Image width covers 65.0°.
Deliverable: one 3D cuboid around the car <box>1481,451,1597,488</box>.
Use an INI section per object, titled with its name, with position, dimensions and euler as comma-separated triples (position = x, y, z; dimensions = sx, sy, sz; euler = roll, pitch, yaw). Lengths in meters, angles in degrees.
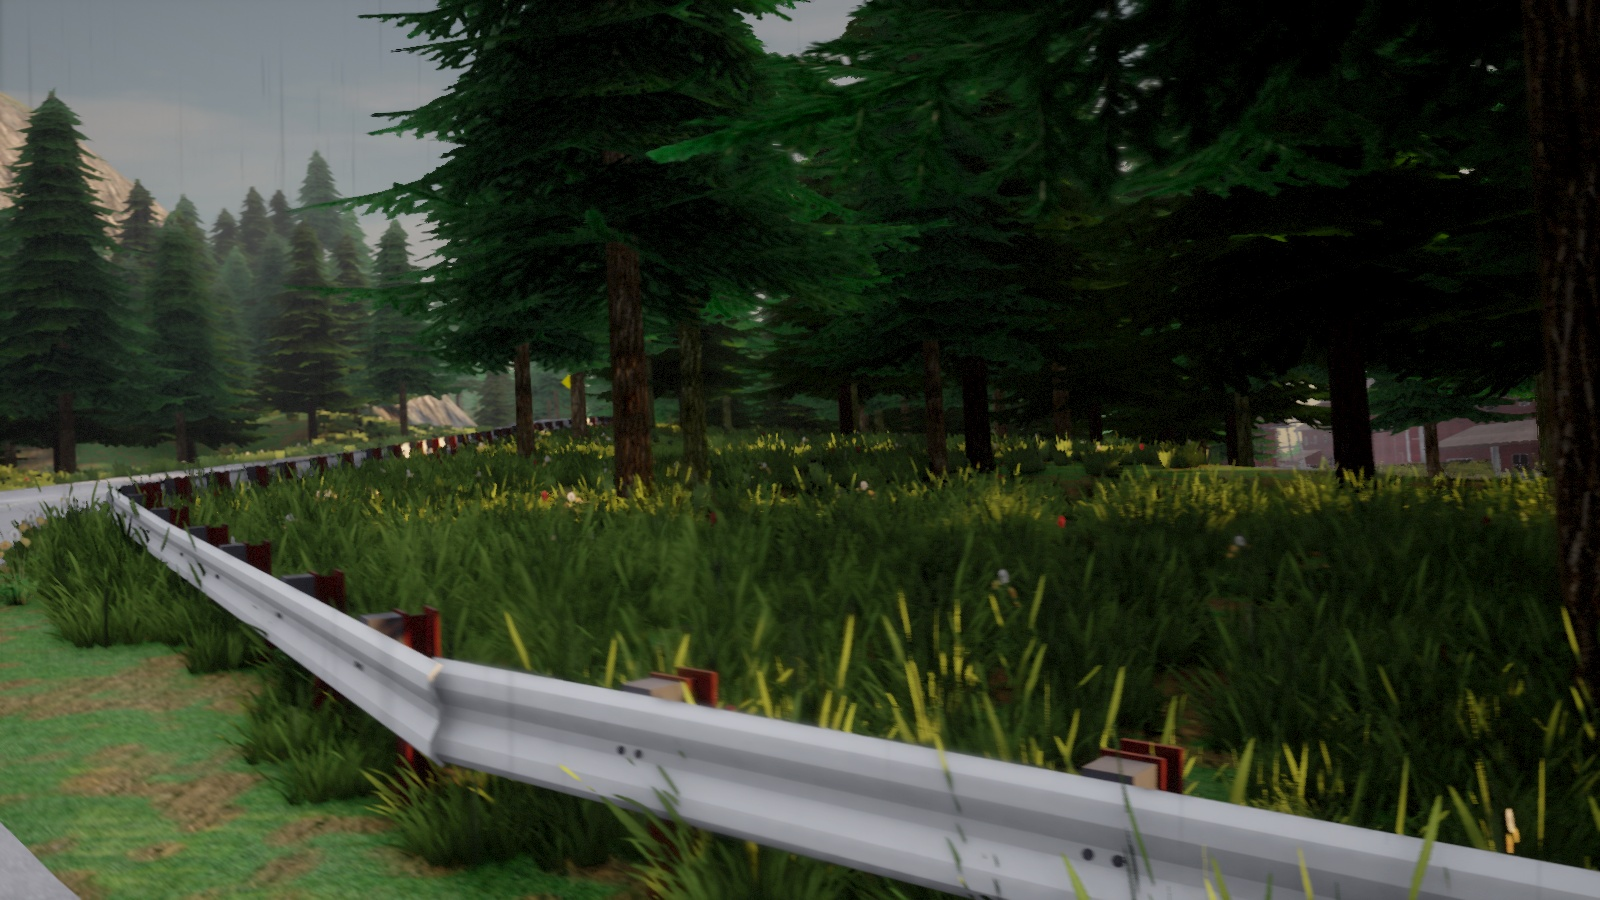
[car]
position = 39.619, 1.065, 67.449
dimensions = 4.902, 1.511, 2.128
euler = -6, -2, 19
